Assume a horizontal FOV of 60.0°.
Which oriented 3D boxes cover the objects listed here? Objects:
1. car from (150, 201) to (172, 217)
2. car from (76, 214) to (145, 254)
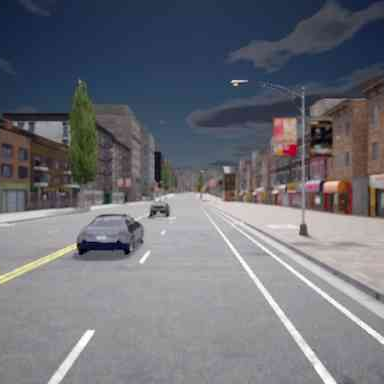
[{"bbox_3d":[-3.145,1.689,33.596,1.837,1.490,4.892,0,-1,0],"label":"car"},{"bbox_3d":[-3.149,1.572,13.561,1.994,1.385,4.181,0,0,0],"label":"car"}]
